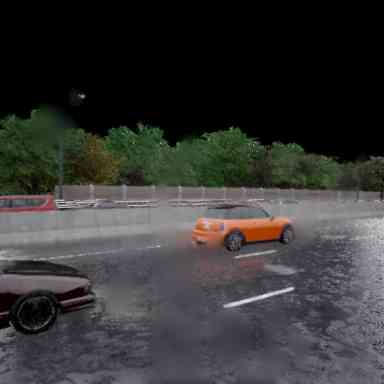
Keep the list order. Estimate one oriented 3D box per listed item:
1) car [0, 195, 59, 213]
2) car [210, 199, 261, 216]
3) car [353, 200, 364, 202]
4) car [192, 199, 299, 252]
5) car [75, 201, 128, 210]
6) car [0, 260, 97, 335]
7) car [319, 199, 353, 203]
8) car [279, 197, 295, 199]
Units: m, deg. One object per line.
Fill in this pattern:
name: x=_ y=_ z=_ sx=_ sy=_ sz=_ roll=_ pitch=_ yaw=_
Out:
car: x=-10.192 y=1.215 z=18.219 sx=5.566 sy=2.045 sz=2.150 roll=0 pitch=0 yaw=-36
car: x=4.366 y=1.508 z=32.910 sx=4.902 sy=1.511 sz=2.128 roll=0 pitch=0 yaw=-35
car: x=25.836 y=1.943 z=52.486 sx=4.718 sy=1.301 sz=1.895 roll=1 pitch=-1 yaw=-35
car: x=2.308 y=1.335 z=13.997 sx=4.553 sy=1.767 sz=2.097 roll=0 pitch=0 yaw=-36
car: x=-7.722 y=1.508 z=28.583 sx=4.674 sy=1.442 sz=1.812 roll=0 pitch=0 yaw=-35
car: x=-4.304 y=1.550 z=4.985 sx=5.357 sy=1.411 sz=2.033 roll=0 pitch=0 yaw=-36
car: x=14.907 y=1.573 z=36.132 sx=5.008 sy=1.535 sz=1.882 roll=1 pitch=-1 yaw=-35
car: x=13.257 y=1.507 z=47.844 sx=4.553 sy=1.767 sz=2.097 roll=1 pitch=0 yaw=-35
